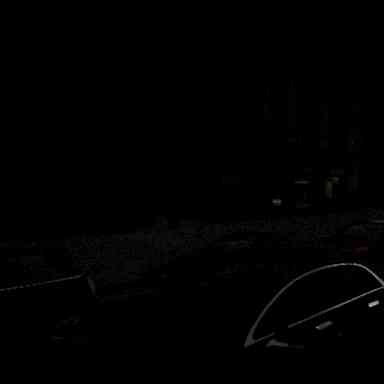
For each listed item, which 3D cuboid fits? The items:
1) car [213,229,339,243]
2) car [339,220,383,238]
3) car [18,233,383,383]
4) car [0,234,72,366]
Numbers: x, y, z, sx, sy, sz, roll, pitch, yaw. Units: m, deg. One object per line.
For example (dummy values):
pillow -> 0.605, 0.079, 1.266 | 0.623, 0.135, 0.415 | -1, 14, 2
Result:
car -> 1.246, 1.583, 7.535 | 4.206, 1.307, 1.802 | 0, 0, -36
car -> 5.835, 1.584, 10.809 | 4.206, 1.307, 1.802 | 0, 0, -36
car -> 0.822, 1.505, 3.966 | 4.892, 1.490, 1.837 | 0, 0, -36
car -> -3.342, 1.441, 4.261 | 4.097, 1.590, 1.967 | 0, 0, -36
